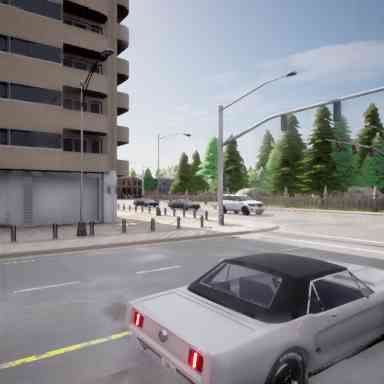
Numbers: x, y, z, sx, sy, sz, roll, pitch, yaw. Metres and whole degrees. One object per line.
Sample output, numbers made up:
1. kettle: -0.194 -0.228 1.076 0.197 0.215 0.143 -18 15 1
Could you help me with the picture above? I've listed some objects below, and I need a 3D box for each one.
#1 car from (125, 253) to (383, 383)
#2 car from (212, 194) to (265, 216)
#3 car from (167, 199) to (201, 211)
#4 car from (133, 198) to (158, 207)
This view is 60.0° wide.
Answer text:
1. car: 1.567 1.601 4.897 4.718 1.301 1.895 0 0 -35
2. car: 4.967 1.278 34.293 2.150 2.045 5.566 0 0 -36
3. car: -1.098 1.603 42.721 2.033 1.411 5.357 0 0 -36
4. car: -7.229 1.603 51.278 2.033 1.411 5.357 0 0 -36
